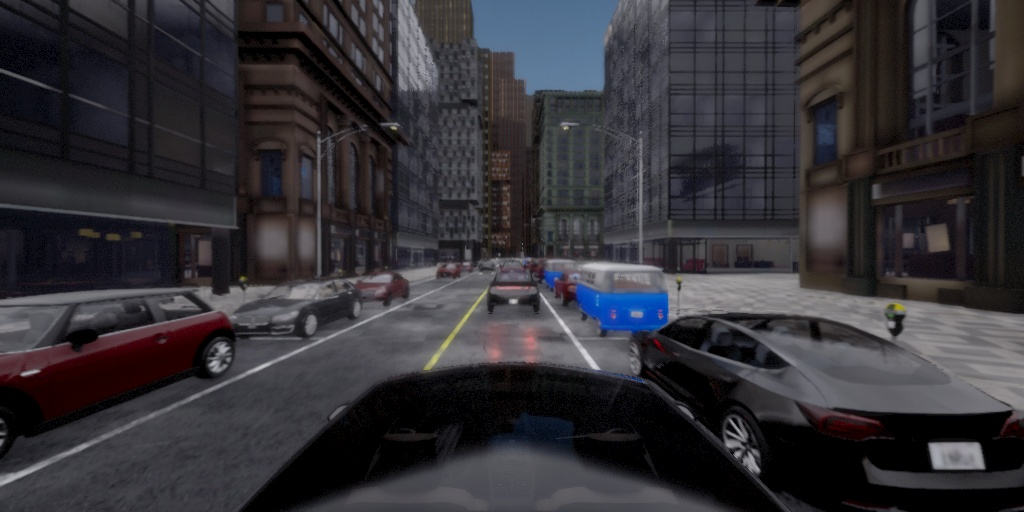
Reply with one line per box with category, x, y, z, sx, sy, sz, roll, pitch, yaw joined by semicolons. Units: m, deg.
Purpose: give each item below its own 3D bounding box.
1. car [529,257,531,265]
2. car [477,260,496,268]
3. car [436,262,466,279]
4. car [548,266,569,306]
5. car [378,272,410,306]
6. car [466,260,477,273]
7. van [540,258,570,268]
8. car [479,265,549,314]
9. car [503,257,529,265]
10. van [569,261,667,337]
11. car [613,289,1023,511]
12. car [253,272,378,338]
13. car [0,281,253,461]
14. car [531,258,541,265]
car;2.845;1.109;38.270;2.192;1.841;5.009;0;0;0
car;-3.108;1.302;45.569;1.837;1.490;4.892;0;0;0
car;-5.678;1.335;32.616;1.888;1.381;4.507;0;0;0
car;2.852;1.314;15.675;1.888;1.381;4.507;0;0;0
car;-5.673;1.350;15.669;1.802;1.307;4.207;0;0;0
car;-5.681;1.380;43.915;1.802;1.307;4.207;0;0;0
van;2.850;1.117;21.323;1.690;1.789;3.998;0;0;0
car;0.065;1.258;13.971;2.128;1.511;4.902;0;0;0
car;0.059;1.137;28.945;2.097;1.767;4.553;0;0;0
van;2.853;1.102;10.026;1.690;1.789;3.998;0;0;0
car;2.855;1.319;4.378;1.948;1.339;4.313;0;0;0
car;-5.672;1.311;10.020;2.007;1.370;4.403;0;0;0
car;-5.670;1.193;4.372;1.967;1.591;4.097;0;0;0
car;2.849;1.098;26.972;2.192;1.841;5.009;0;0;0
